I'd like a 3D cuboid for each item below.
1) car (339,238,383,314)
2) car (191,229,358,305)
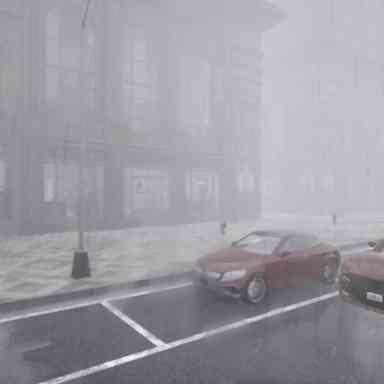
[{"bbox_3d":[5.084,1.482,7.005,5.008,1.535,1.882,0,0,-35],"label":"car"},{"bbox_3d":[1.951,1.585,8.036,4.206,1.307,1.802,0,0,-36],"label":"car"}]
